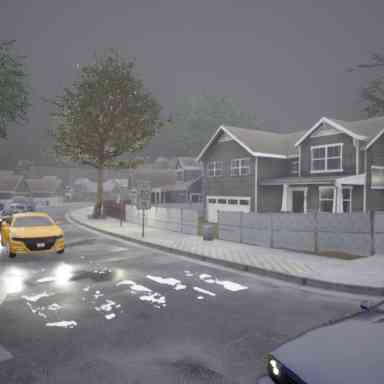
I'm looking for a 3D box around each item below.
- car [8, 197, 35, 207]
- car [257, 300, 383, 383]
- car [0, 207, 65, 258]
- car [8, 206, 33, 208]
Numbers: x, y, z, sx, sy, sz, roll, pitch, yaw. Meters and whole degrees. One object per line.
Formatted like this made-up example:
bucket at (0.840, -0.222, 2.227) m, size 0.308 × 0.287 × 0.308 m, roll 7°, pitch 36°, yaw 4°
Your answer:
car at (-17.456, 1.560, 34.312) m, size 2.150 × 2.045 × 5.566 m, roll 1°, pitch -1°, yaw -22°
car at (3.395, 1.591, 3.517) m, size 5.357 × 1.411 × 2.033 m, roll 1°, pitch -1°, yaw -23°
car at (-6.670, 1.611, 13.759) m, size 1.882 × 1.535 × 5.008 m, roll 1°, pitch -1°, yaw -33°
car at (-11.871, 1.820, 22.361) m, size 1.895 × 1.301 × 4.718 m, roll 1°, pitch -1°, yaw -28°
